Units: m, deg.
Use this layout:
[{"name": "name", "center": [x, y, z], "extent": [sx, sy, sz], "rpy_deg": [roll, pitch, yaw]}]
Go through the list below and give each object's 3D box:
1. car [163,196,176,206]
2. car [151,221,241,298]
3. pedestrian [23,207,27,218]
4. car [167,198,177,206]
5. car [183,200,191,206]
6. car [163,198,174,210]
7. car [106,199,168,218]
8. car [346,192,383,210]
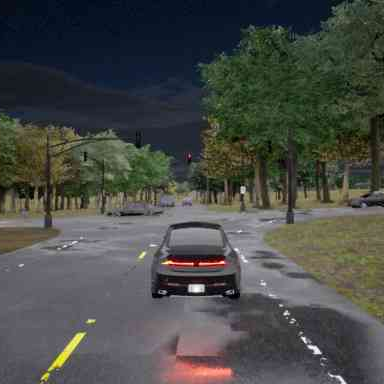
[{"name": "car", "center": [-4.410, 1.802, 60.090], "extent": [2.150, 2.045, 5.566], "rpy_deg": [0, -1, -2]}, {"name": "car", "center": [0.083, 1.508, 8.477], "extent": [1.837, 1.490, 4.892], "rpy_deg": [0, 0, 0]}, {"name": "pedestrian", "center": [-18.115, 2.203, 36.069], "extent": [0.375, 1.300, 0.375], "rpy_deg": [0, 1, 2]}, {"name": "car", "center": [-4.815, 2.393, 80.647], "extent": [2.097, 1.767, 4.553], "rpy_deg": [0, -2, -1]}, {"name": "car", "center": [-1.089, 2.423, 72.430], "extent": [1.895, 1.301, 4.718], "rpy_deg": [0, -1, -1]}, {"name": "car", "center": [-4.204, 2.007, 50.223], "extent": [1.895, 1.301, 4.718], "rpy_deg": [0, -1, -1]}, {"name": "car", "center": [-5.338, 1.707, 31.701], "extent": [5.357, 1.411, 2.033], "rpy_deg": [-2, 0, 2]}, {"name": "car", "center": [16.869, 0.791, 30.792], "extent": [4.892, 1.490, 1.837], "rpy_deg": [-2, -1, 0]}]
